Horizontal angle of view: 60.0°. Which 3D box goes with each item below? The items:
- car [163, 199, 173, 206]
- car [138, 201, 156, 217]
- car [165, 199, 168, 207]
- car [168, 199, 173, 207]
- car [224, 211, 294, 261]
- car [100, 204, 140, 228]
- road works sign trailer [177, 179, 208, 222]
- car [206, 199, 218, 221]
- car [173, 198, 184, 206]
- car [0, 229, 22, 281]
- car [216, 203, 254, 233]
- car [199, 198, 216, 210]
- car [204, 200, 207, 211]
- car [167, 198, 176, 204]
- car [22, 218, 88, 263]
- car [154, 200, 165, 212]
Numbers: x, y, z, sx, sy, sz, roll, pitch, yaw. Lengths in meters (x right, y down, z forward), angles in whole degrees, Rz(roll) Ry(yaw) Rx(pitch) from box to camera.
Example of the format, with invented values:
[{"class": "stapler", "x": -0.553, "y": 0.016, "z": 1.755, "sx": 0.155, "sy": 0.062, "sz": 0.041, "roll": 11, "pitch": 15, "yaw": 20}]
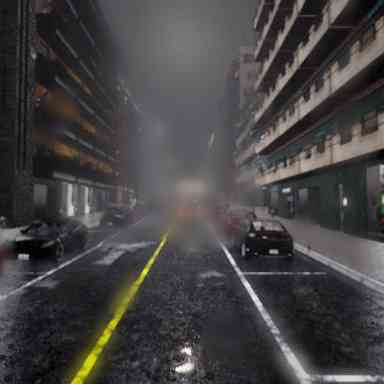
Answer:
[{"class": "car", "x": -5.308, "y": 2.252, "z": 74.979, "sx": 1.887, "sy": 1.381, "sz": 4.507, "roll": 2, "pitch": -1, "yaw": 0}, {"class": "car", "x": -5.299, "y": 1.914, "z": 35.328, "sx": 1.802, "sy": 1.307, "sz": 4.206, "roll": 2, "pitch": -1, "yaw": 0}, {"class": "car", "x": -5.298, "y": 1.932, "z": 52.322, "sx": 1.967, "sy": 1.590, "sz": 4.097, "roll": 2, "pitch": -1, "yaw": 0}, {"class": "car", "x": -5.305, "y": 2.150, "z": 63.650, "sx": 2.008, "sy": 1.369, "sz": 4.403, "roll": 2, "pitch": -1, "yaw": 0}, {"class": "car", "x": 2.587, "y": 1.671, "z": 12.668, "sx": 2.008, "sy": 1.369, "sz": 4.403, "roll": 2, "pitch": -1, "yaw": 0}, {"class": "car", "x": -5.296, "y": 1.792, "z": 23.999, "sx": 1.947, "sy": 1.339, "sz": 4.313, "roll": 2, "pitch": -1, "yaw": 0}, {"class": "road works sign trailer", "x": -0.052, "y": 0.705, "z": 28.722, "sx": 2.380, "sy": 3.560, "sz": 2.880, "roll": -1, "pitch": 0, "yaw": 0}, {"class": "car", "x": 2.586, "y": 1.719, "z": 29.662, "sx": 1.967, "sy": 1.590, "sz": 4.097, "roll": 2, "pitch": -1, "yaw": 0}, {"class": "car", "x": -2.767, "y": 2.028, "z": 71.800, "sx": 2.097, "sy": 1.767, "sz": 4.553, "roll": 0, "pitch": -1, "yaw": 0}, {"class": "car", "x": -5.320, "y": 1.604, "z": 6.106, "sx": 1.887, "sy": 1.381, "sz": 4.507, "roll": 2, "pitch": -1, "yaw": 0}, {"class": "car", "x": 2.589, "y": 1.613, "z": 18.333, "sx": 1.967, "sy": 1.590, "sz": 4.097, "roll": 2, "pitch": -1, "yaw": 0}, {"class": "car", "x": 2.586, "y": 1.753, "z": 46.656, "sx": 2.192, "sy": 1.841, "sz": 5.009, "roll": 2, "pitch": -1, "yaw": 0}, {"class": "car", "x": 2.582, "y": 1.859, "z": 35.495, "sx": 1.752, "sy": 1.417, "sz": 4.829, "roll": 2, "pitch": -1, "yaw": 0}, {"class": "car", "x": -5.310, "y": 2.359, "z": 86.308, "sx": 1.887, "sy": 1.381, "sz": 4.507, "roll": 2, "pitch": -1, "yaw": 0}, {"class": "car", "x": -5.293, "y": 1.687, "z": 12.670, "sx": 1.947, "sy": 1.339, "sz": 4.313, "roll": 2, "pitch": -1, "yaw": 0}, {"class": "car", "x": -5.302, "y": 2.004, "z": 46.657, "sx": 1.947, "sy": 1.339, "sz": 4.313, "roll": 2, "pitch": -1, "yaw": 0}]
